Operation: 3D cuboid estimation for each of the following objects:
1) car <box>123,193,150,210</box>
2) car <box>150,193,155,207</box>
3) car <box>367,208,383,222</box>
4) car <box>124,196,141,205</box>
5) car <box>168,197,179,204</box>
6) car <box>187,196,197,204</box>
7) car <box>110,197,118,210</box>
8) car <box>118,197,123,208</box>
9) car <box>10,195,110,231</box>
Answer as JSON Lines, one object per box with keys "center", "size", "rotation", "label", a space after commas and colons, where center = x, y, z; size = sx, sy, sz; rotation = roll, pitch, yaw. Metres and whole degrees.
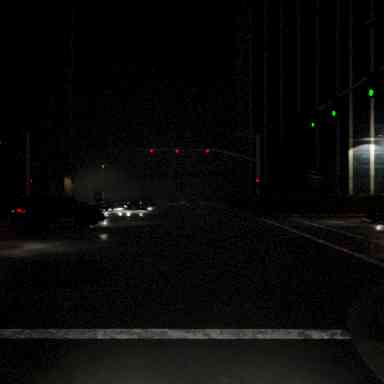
{"center": [-7.139, 1.352, 43.399], "size": [2.097, 1.767, 4.553], "rotation": [0, 0, 0], "label": "car"}
{"center": [-7.136, 1.221, 52.900], "size": [2.150, 2.045, 5.566], "rotation": [0, 0, 0], "label": "car"}
{"center": [15.460, 1.478, 24.329], "size": [5.008, 1.535, 1.882], "rotation": [0, 0, -1], "label": "car"}
{"center": [-10.608, 1.491, 59.342], "size": [2.128, 1.511, 4.902], "rotation": [0, 0, 0], "label": "car"}
{"center": [-3.562, 1.601, 65.523], "size": [1.895, 1.301, 4.718], "rotation": [0, 0, 0], "label": "car"}
{"center": [-0.062, 1.525, 64.957], "size": [1.812, 1.442, 4.674], "rotation": [0, 0, 0], "label": "car"}
{"center": [-10.617, 1.526, 39.890], "size": [1.812, 1.442, 4.674], "rotation": [0, 0, 0], "label": "car"}
{"center": [-10.639, 1.491, 49.159], "size": [2.128, 1.511, 4.902], "rotation": [0, 0, 0], "label": "car"}
{"center": [-8.422, 1.220, 21.154], "size": [5.566, 2.045, 2.150], "rotation": [0, 1, -44], "label": "car"}
